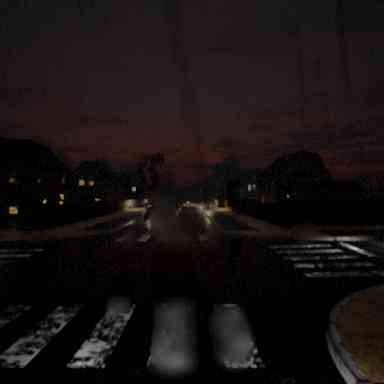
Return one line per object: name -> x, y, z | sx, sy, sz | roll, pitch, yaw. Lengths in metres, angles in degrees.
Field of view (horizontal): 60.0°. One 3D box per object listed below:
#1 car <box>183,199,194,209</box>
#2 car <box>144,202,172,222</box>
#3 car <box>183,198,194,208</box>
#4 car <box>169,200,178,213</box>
car -> -0.598, 2.189, 55.328 | 1.895, 1.301, 4.718 | 0, -1, -1
car -> -3.062, 1.827, 29.436 | 1.994, 1.385, 4.181 | 0, -1, -1
car -> -0.766, 2.095, 65.298 | 2.097, 1.767, 4.553 | 0, -1, -2
car -> -3.262, 1.968, 43.174 | 2.033, 1.411, 5.357 | 0, -1, -1
